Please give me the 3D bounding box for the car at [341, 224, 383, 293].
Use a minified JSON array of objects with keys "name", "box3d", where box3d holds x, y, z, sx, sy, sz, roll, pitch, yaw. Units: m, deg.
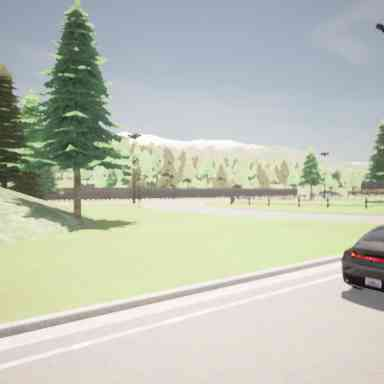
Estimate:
[{"name":"car","box3d":[5.424,1.460,7.713,4.892,1.490,1.837,0,0,-35]}]
